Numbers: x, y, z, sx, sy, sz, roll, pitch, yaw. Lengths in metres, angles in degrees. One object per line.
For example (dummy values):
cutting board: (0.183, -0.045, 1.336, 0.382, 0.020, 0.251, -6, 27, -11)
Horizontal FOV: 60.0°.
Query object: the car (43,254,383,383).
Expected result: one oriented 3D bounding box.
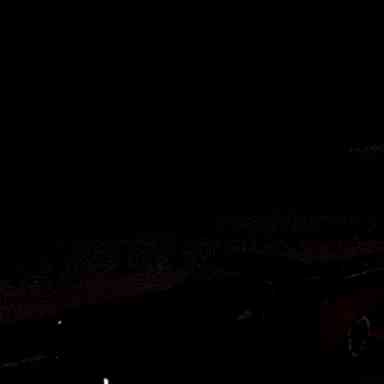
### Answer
car: (0.655, 1.623, 4.448, 4.718, 1.301, 1.895, 1, 0, -35)
